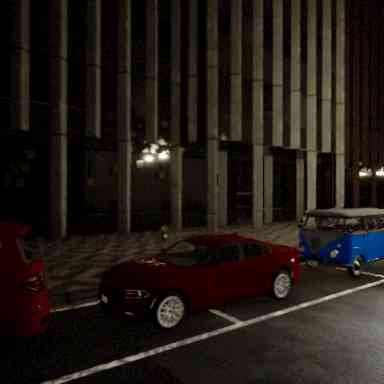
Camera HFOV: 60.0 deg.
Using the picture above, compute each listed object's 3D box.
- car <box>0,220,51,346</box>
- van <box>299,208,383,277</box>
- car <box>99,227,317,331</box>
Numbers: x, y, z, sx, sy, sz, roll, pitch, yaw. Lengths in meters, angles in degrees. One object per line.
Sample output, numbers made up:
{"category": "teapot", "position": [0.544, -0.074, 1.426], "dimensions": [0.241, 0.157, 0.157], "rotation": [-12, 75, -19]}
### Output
{"category": "car", "position": [-4.226, 1.305, 3.641], "dimensions": [5.009, 1.841, 2.192], "rotation": [0, 0, -35]}
{"category": "van", "position": [4.959, 1.408, 10.178], "dimensions": [3.998, 1.788, 1.690], "rotation": [0, 0, -35]}
{"category": "car", "position": [0.366, 1.573, 6.908], "dimensions": [4.507, 1.381, 1.887], "rotation": [0, 0, -35]}
